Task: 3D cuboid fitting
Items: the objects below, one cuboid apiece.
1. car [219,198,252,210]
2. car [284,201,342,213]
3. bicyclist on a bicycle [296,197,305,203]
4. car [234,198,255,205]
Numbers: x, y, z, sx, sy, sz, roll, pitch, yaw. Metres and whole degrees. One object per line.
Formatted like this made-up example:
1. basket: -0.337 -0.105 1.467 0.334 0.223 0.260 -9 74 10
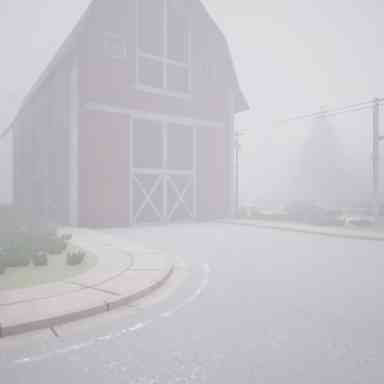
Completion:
1. car: 5.755 1.552 44.610 1.812 1.442 4.674 0 0 -35
2. car: 10.928 1.574 30.579 2.033 1.411 5.357 0 0 -35
3. bicyclist on a bicycle: 13.256 1.322 40.202 1.656 1.620 0.582 46 -25 -24
4. car: 5.500 1.552 38.464 1.812 1.442 4.674 0 0 -34
